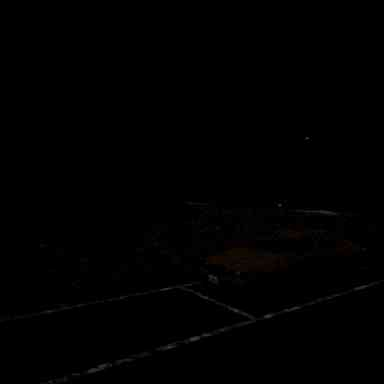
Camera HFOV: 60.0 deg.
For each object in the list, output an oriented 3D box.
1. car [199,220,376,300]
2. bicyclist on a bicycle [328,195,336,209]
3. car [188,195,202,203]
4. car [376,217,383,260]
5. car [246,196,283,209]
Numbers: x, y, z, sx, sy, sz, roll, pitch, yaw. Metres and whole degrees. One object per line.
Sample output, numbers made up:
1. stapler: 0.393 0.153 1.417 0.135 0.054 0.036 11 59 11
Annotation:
1. car: 2.432 1.527 8.389 4.829 1.417 1.752 0 1 -35
2. bicyclist on a bicycle: 16.404 1.158 38.940 1.656 1.620 0.582 0 0 -34
3. car: -0.376 1.195 58.003 1.895 1.301 4.718 1 0 -34
4. car: 7.196 1.547 11.688 4.507 1.381 1.887 0 1 -35
5. car: 8.540 1.241 39.389 2.128 1.511 4.902 1 0 -34
